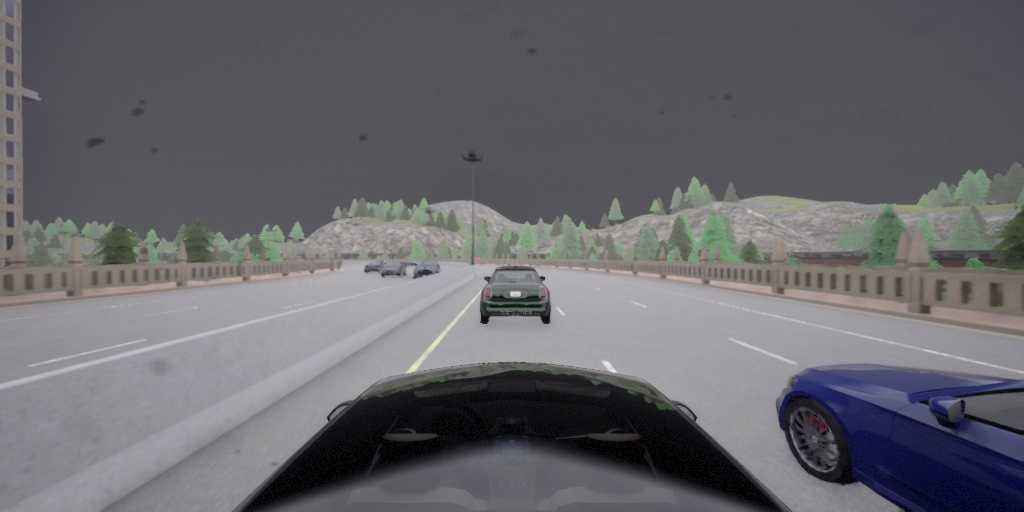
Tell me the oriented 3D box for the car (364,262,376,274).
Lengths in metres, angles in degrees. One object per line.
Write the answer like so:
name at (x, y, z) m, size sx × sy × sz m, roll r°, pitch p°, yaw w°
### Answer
car at (-16.207, 1.363, 42.561) m, size 2.033 × 1.411 × 5.357 m, roll 0°, pitch 0°, yaw -13°

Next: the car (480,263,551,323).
car at (0.102, 1.102, 12.316) m, size 2.097 × 1.767 × 4.553 m, roll 0°, pitch 0°, yaw 0°

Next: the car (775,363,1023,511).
car at (3.600, 1.276, 1.687) m, size 1.812 × 1.442 × 4.674 m, roll 0°, pitch 0°, yaw 0°

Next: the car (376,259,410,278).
car at (-11.382, 1.290, 34.805) m, size 1.837 × 1.490 × 4.892 m, roll 0°, pitch 0°, yaw -7°

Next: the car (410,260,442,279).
car at (-7.679, 1.131, 32.875) m, size 2.097 × 1.767 × 4.553 m, roll 0°, pitch 0°, yaw -6°
